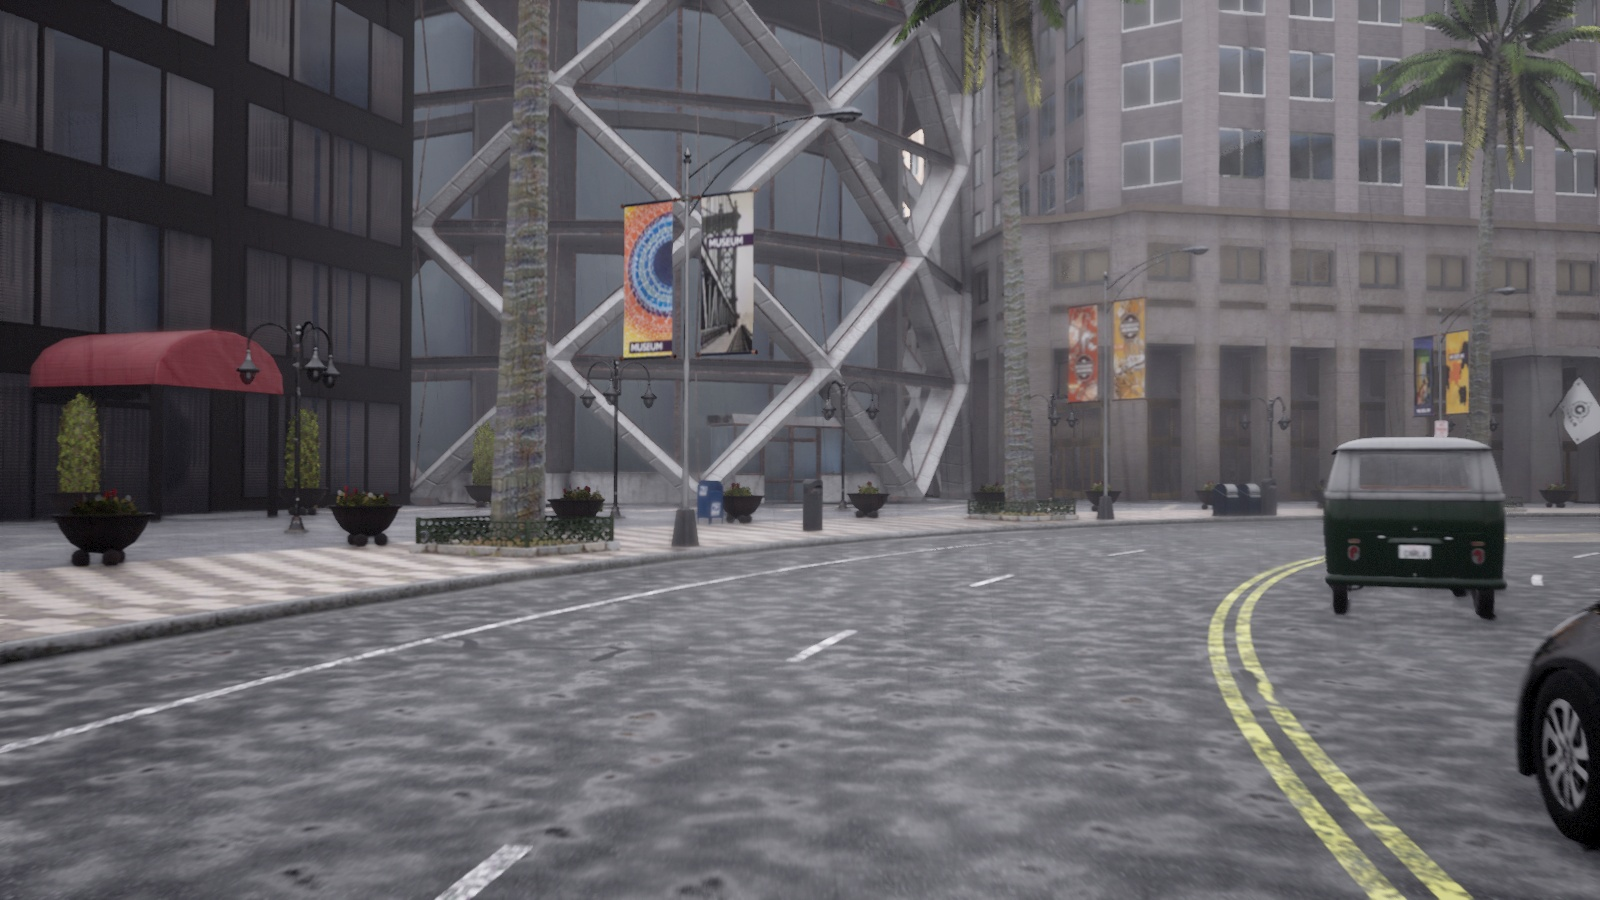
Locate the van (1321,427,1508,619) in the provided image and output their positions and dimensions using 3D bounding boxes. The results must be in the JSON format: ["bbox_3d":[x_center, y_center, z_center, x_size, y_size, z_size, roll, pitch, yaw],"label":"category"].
[{"bbox_3d":[7.371,0.799,15.430,1.775,1.987,4.442,-1,-1,22],"label":"van"}]

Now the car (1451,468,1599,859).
[{"bbox_3d":[4.016,0.813,3.960,2.007,1.525,4.514,0,-1,7],"label":"car"}]
